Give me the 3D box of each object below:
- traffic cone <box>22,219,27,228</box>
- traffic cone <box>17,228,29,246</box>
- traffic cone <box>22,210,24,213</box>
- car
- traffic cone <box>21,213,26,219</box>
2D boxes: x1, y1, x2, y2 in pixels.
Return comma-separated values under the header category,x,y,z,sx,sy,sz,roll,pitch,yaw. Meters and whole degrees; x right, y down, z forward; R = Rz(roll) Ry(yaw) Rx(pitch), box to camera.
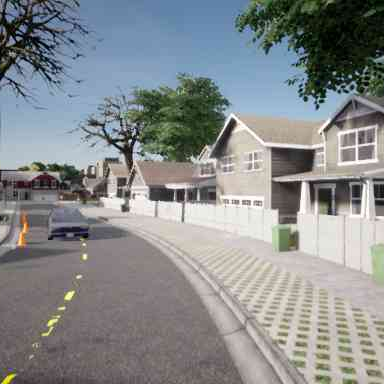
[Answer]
category,x,y,z,sx,sy,sz,roll,pitch,yaw
traffic cone,-9.198,1.953,18.383,0.340,0.580,0.340,0,0,-27
traffic cone,-7.208,1.954,14.072,0.340,0.580,0.340,0,0,-22
traffic cone,-13.783,1.953,27.270,0.340,0.580,0.340,0,0,-27
car,-6.501,1.545,17.199,2.033,1.411,5.357,0,0,-24
traffic cone,-11.491,1.953,22.826,0.340,0.580,0.340,0,0,-27
